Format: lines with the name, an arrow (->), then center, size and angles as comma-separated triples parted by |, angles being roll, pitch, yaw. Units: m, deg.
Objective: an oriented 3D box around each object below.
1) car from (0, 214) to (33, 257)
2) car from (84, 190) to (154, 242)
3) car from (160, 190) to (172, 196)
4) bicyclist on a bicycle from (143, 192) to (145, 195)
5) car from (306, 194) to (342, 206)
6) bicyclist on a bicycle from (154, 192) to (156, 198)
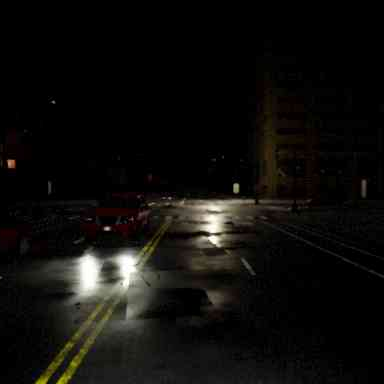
car -> -6.590, 1.384, 9.753 | 1.882, 1.535, 5.008 | 0, 0, 0
car -> -3.316, 1.071, 15.824 | 2.150, 2.045, 5.566 | 0, 0, 0
car -> -6.517, 0.125, 88.751 | 2.097, 1.767, 4.553 | 0, 1, 0
bicyclist on a bicycle -> -8.709, 0.874, 59.854 | 0.582, 1.620, 1.656 | 0, 1, 1
car -> 16.671, 0.942, 42.251 | 4.097, 1.590, 1.967 | 0, 1, 0
bicyclist on a bicycle -> -8.773, 0.618, 78.579 | 0.659, 1.776, 1.843 | 0, 0, 0
